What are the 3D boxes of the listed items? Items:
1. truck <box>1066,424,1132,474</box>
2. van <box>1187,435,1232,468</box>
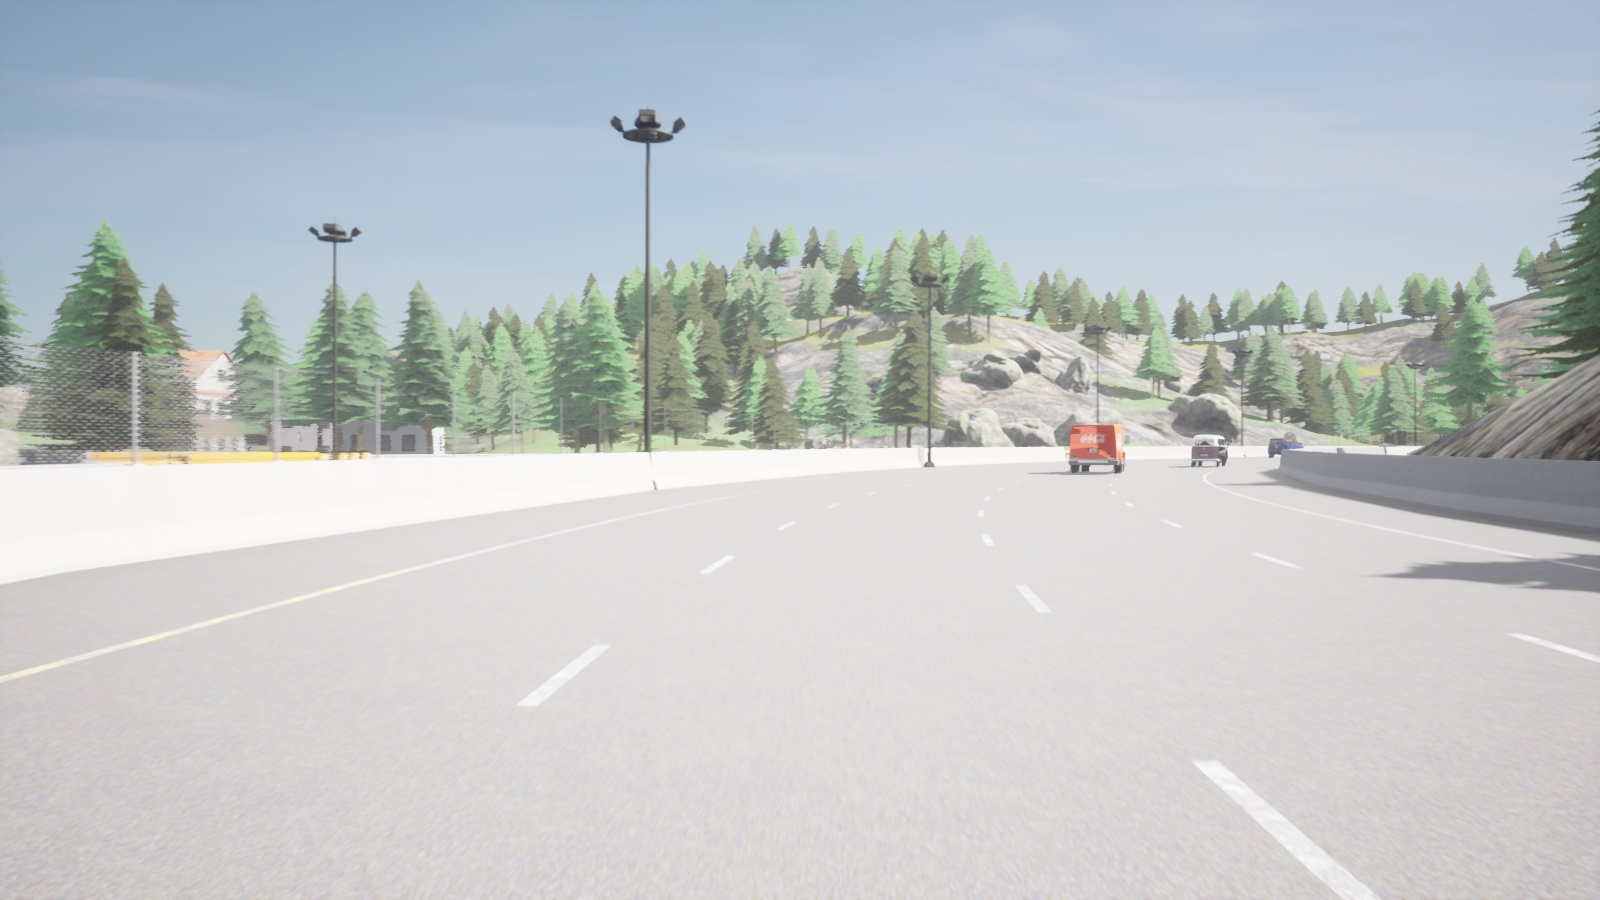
[{"bbox_3d":[15.326,-0.057,64.126,2.627,2.467,5.204,0,0,21],"label":"truck"},{"bbox_3d":[26.330,0.091,80.646,2.069,2.038,4.480,0,0,27],"label":"van"}]
